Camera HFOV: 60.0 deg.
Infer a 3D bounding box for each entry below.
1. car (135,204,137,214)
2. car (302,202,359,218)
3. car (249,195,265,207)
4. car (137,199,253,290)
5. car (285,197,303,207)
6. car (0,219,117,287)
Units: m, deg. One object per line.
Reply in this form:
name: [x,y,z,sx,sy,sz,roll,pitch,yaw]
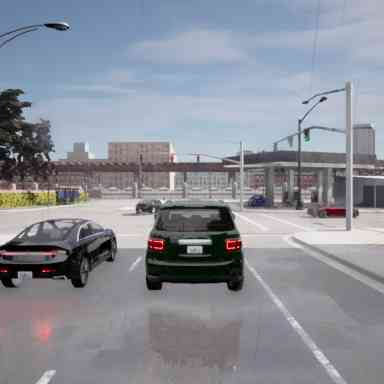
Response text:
car: [-4.126,1.505,34.486,1.837,1.490,4.892,3,1,21]
car: [12.357,1.564,29.245,4.181,1.385,1.994,0,0,-1]
car: [9.654,1.295,49.373,2.242,1.667,4.611,0,0,0]
car: [0.074,1.221,9.190,2.150,2.045,5.566,0,0,0]
car: [15.398,1.456,50.142,1.970,1.475,3.806,0,0,0]
car: [-3.430,1.492,9.274,2.128,1.511,4.902,0,0,0]
